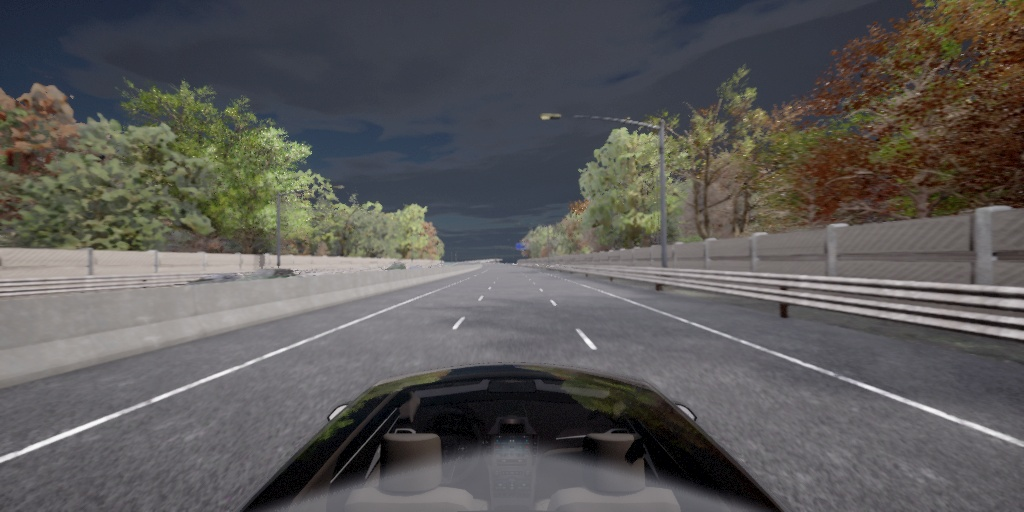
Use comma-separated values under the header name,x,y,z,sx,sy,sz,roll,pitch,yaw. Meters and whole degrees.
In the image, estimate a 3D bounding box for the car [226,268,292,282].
name,x,y,z,sx,sy,sz,roll,pitch,yaw
car,-17.456,1.661,25.702,2.097,1.767,4.553,-1,-1,0

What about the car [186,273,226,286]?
name,x,y,z,sx,sy,sz,roll,pitch,yaw
car,-20.952,1.930,25.736,1.994,1.385,4.181,-1,-1,0

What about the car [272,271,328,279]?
name,x,y,z,sx,sy,sz,roll,pitch,yaw
car,-13.953,1.841,24.829,1.895,1.301,4.718,-1,-1,0
